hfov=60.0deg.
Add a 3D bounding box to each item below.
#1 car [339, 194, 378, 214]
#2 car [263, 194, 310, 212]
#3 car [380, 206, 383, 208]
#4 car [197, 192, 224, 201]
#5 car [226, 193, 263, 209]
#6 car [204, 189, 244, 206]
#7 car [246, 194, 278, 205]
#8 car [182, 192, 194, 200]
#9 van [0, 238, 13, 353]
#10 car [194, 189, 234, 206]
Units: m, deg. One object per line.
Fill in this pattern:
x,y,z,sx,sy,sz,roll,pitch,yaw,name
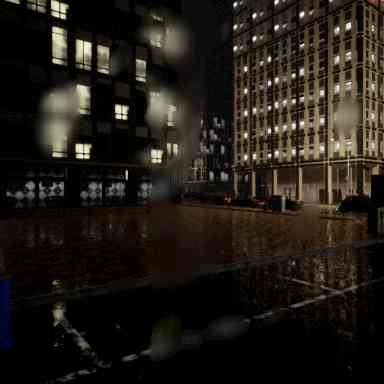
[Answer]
15.268,1.100,28.735,2.097,1.767,4.553,0,1,-38,car
9.421,1.071,32.286,1.967,1.590,4.097,1,0,-36,car
9.632,1.441,13.455,4.097,1.590,1.967,0,0,-36,car
3.074,0.710,55.475,1.752,1.417,4.829,1,0,-36,car
6.164,1.105,36.813,1.802,1.307,4.206,1,0,-36,car
4.110,0.603,44.092,2.150,2.045,5.566,0,1,-36,car
9.680,0.985,46.280,1.802,1.307,4.206,1,0,-36,car
-0.082,0.647,59.866,1.947,1.339,4.313,1,0,-36,car
-4.151,1.341,3.596,3.998,1.788,1.690,0,0,-36,van
2.918,0.731,41.338,2.192,1.841,5.009,1,0,-36,car
